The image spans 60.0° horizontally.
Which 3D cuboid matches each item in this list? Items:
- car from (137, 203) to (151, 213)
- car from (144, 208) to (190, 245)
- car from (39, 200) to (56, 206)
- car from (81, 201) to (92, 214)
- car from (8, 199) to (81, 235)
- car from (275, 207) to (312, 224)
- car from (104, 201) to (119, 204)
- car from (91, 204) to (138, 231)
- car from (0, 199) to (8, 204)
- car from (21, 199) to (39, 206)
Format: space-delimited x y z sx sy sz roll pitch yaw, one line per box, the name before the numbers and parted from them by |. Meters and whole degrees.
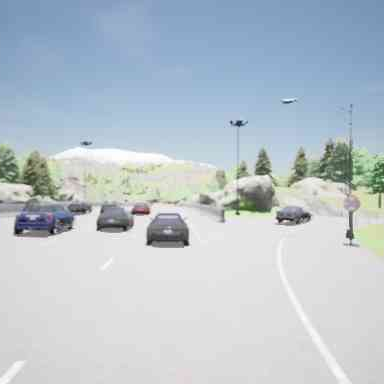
car | -5.961 1.960 39.739 1.994 1.385 4.181 1 -1 -3
car | -1.166 1.704 16.402 1.994 1.385 4.181 1 -1 -3
car | -32.492 2.562 74.835 1.895 1.301 4.718 1 -2 -3
car | -12.908 1.787 38.720 2.128 1.511 4.902 1 -1 -3
car | -8.334 1.413 19.268 2.097 1.767 4.553 1 -1 -3
car | 8.971 2.010 29.109 2.033 1.411 5.357 1 -2 34
car | -9.425 1.837 39.021 2.128 1.511 4.902 1 -1 -3
car | -4.992 1.731 22.076 1.994 1.385 4.181 1 -1 -3
car | -31.682 2.050 59.912 2.033 1.411 5.357 1 -2 -3
car | -35.957 2.395 74.125 1.837 1.490 4.892 1 -2 -3
